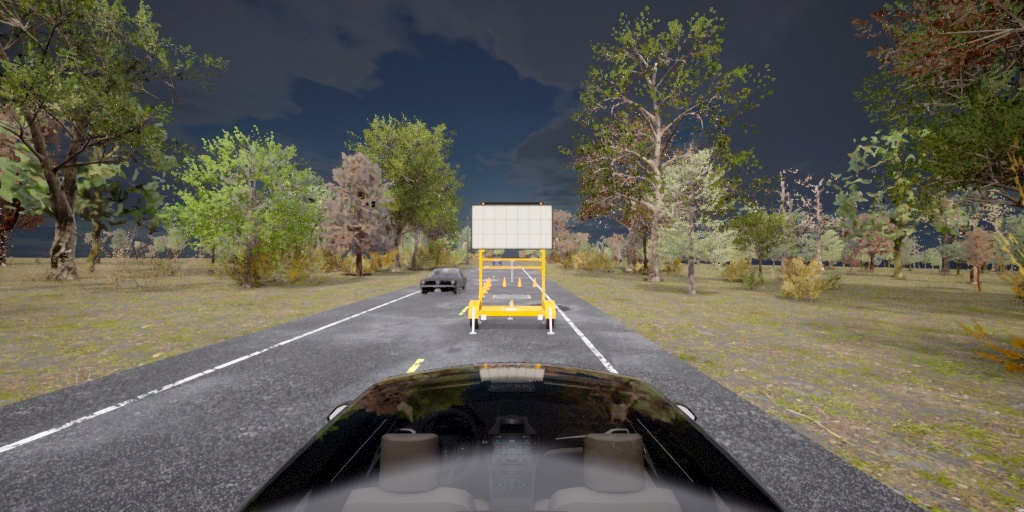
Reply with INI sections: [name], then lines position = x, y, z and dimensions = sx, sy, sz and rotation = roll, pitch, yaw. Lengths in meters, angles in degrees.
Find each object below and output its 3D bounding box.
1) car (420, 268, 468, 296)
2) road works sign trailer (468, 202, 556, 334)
[car]
position = -3.604, 1.362, 19.605
dimensions = 1.895, 1.301, 4.718
rotation = 0, 0, 0
[road works sign trailer]
position = 0.003, 0.218, 10.598
dimensions = 2.380, 3.560, 2.880
rotation = 0, 0, 0
